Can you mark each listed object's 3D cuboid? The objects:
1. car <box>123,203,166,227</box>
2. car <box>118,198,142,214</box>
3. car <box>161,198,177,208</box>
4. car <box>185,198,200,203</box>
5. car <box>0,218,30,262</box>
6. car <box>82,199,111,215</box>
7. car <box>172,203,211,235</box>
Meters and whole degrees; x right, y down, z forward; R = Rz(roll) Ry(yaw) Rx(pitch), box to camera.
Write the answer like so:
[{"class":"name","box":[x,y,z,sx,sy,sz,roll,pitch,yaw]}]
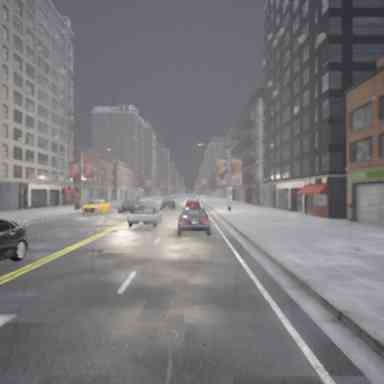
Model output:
[{"class":"car","box":[-3.145,1.641,22.836,1.895,1.301,4.718,0,0,0]},{"class":"car","box":[-6.538,1.414,35.739,2.097,1.767,4.553,0,0,0]},{"class":"car","box":[-3.140,1.586,45.285,1.837,1.490,4.892,0,0,0]},{"class":"car","box":[0.112,1.560,46.830,1.882,1.535,5.008,0,0,0]},{"class":"car","box":[-6.497,1.522,9.540,1.837,1.490,4.892,0,0,0]},{"class":"car","box":[-9.797,1.538,34.349,1.882,1.535,5.008,0,0,0]},{"class":"car","box":[0.107,1.581,19.131,2.033,1.411,5.357,0,0,0]}]
